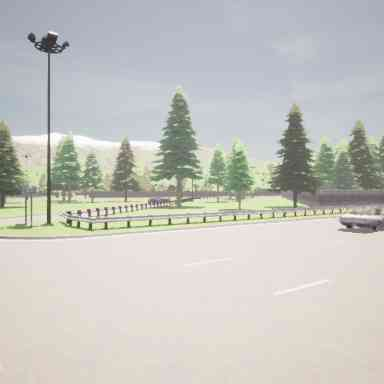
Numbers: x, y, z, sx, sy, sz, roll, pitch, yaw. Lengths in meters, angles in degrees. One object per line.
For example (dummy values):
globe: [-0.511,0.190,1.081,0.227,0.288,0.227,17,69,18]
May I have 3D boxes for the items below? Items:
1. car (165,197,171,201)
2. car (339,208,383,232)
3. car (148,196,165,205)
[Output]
car: [-5.664,1.601,69.798,1.895,1.301,4.718,0,0,5]
car: [11.057,1.601,20.203,4.718,1.301,1.895,0,0,-35]
car: [-6.658,1.526,59.571,1.812,1.442,4.674,0,0,5]
